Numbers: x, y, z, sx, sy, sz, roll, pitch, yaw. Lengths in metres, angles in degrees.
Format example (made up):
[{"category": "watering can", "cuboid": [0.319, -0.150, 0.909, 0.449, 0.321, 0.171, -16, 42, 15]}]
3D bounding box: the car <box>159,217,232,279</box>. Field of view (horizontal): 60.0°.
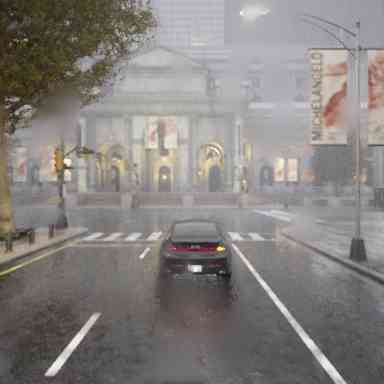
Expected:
[{"category": "car", "cuboid": [0.098, 1.513, 10.088, 1.837, 1.490, 4.892, 0, 0, 0]}]
